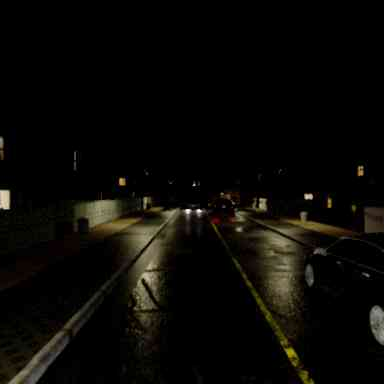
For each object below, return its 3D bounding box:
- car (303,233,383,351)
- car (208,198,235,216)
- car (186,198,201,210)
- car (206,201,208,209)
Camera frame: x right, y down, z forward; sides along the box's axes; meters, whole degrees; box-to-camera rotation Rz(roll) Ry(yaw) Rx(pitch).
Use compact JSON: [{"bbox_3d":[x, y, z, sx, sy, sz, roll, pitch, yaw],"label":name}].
[{"bbox_3d":[3.592,1.525,6.171,1.837,1.490,4.892,0,0,0],"label":"car"},{"bbox_3d":[2.953,1.410,32.808,2.097,1.767,4.553,0,0,1],"label":"car"},{"bbox_3d":[0.191,1.606,45.016,1.812,1.442,4.674,0,0,0],"label":"car"},{"bbox_3d":[2.951,1.651,43.168,1.994,1.385,4.181,0,0,1],"label":"car"}]
